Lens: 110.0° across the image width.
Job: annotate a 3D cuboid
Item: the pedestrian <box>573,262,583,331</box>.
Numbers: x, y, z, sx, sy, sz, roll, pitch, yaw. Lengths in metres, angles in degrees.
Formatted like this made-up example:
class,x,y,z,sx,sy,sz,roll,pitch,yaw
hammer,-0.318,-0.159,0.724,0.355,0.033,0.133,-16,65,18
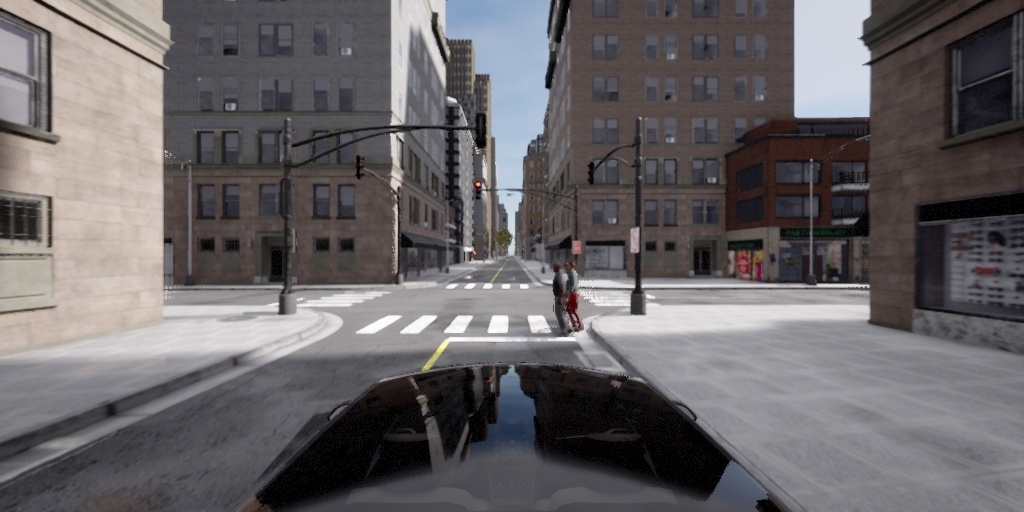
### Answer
class,x,y,z,sx,sy,sz,roll,pitch,yaw
pedestrian,1.571,1.006,9.313,0.375,1.860,0.375,0,0,0

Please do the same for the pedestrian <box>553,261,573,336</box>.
class,x,y,z,sx,sy,sz,roll,pitch,yaw
pedestrian,1.207,1.009,8.712,0.375,1.860,0.375,0,0,0

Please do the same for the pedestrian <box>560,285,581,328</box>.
class,x,y,z,sx,sy,sz,roll,pitch,yaw
pedestrian,1.612,1.383,9.915,0.500,1.100,0.500,0,0,0
